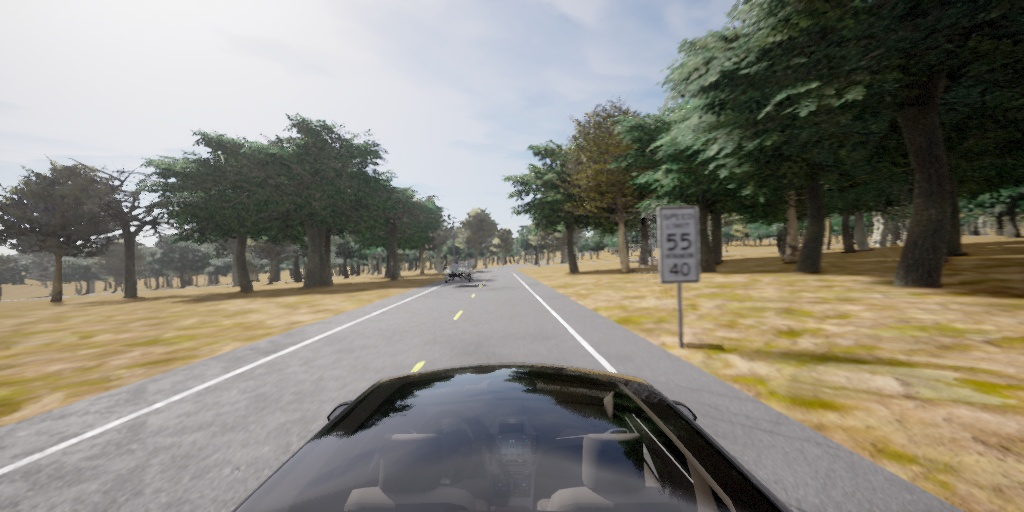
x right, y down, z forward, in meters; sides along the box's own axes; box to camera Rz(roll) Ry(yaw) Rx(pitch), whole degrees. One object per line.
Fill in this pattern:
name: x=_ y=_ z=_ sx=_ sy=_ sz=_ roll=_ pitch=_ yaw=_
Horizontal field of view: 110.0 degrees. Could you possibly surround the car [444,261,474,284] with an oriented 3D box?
car: x=-4.290 y=1.228 z=29.502 sx=2.097 sy=1.767 sz=4.553 roll=-2 pitch=-1 yaw=-2
